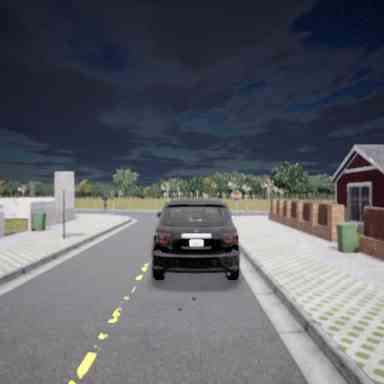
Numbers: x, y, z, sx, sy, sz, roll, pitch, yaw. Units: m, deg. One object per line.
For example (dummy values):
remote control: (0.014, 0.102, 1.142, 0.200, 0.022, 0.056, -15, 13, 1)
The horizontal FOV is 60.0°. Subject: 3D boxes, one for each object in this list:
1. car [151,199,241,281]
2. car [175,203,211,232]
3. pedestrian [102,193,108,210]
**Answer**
car: (0.086, 1.213, 9.958, 2.150, 2.045, 5.566, 0, 0, 0)
car: (0.059, 1.536, 21.405, 2.033, 1.411, 5.357, 0, 0, 0)
pedestrian: (-9.747, 1.047, 37.304, 0.375, 1.860, 0.375, 0, -1, 0)
